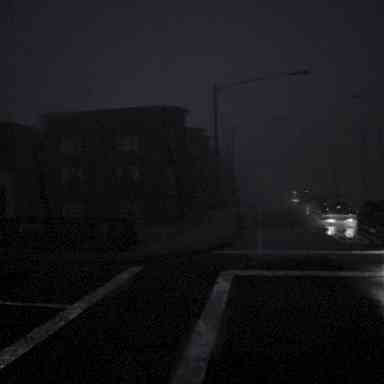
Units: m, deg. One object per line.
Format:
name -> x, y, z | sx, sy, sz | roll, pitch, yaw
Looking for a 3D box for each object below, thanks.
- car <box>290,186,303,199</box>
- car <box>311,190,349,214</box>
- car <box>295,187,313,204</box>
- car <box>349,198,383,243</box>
car -> 14.676, 0.017, 45.509 | 2.097, 1.767, 4.553 | -1, 1, 12
car -> 10.220, 0.777, 24.207 | 1.994, 1.385, 4.181 | -1, 1, 12
car -> 12.590, 0.471, 35.460 | 2.033, 1.411, 5.357 | -1, 1, 12
car -> 7.889, 1.007, 13.025 | 1.837, 1.490, 4.892 | -1, 1, 12
